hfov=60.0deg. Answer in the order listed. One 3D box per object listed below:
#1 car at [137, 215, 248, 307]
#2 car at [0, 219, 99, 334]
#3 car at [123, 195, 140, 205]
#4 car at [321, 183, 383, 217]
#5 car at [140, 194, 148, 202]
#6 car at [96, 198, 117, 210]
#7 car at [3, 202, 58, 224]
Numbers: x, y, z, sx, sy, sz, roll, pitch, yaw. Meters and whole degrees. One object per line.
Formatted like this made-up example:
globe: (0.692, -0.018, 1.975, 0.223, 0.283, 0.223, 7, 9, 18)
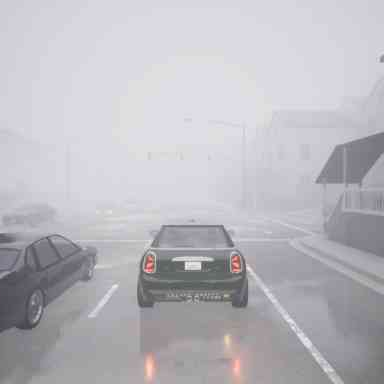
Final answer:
car: (0.006, 1.352, 8.124, 2.097, 1.767, 4.553, 0, 0, 0)
car: (-3.485, 1.547, 6.843, 2.033, 1.411, 5.357, 0, 0, 0)
car: (-11.164, 1.564, 60.331, 1.994, 1.385, 4.181, 0, 0, 0)
car: (13.707, 0.727, 27.933, 5.566, 2.045, 2.150, -14, 0, -2)
car: (-11.253, 1.318, 76.060, 2.097, 1.767, 4.553, 0, 0, -1)
car: (-11.021, 1.525, 43.038, 1.812, 1.442, 4.674, 0, 0, -1)
car: (-10.819, 1.477, 22.603, 1.882, 1.535, 5.008, 0, 0, -1)
